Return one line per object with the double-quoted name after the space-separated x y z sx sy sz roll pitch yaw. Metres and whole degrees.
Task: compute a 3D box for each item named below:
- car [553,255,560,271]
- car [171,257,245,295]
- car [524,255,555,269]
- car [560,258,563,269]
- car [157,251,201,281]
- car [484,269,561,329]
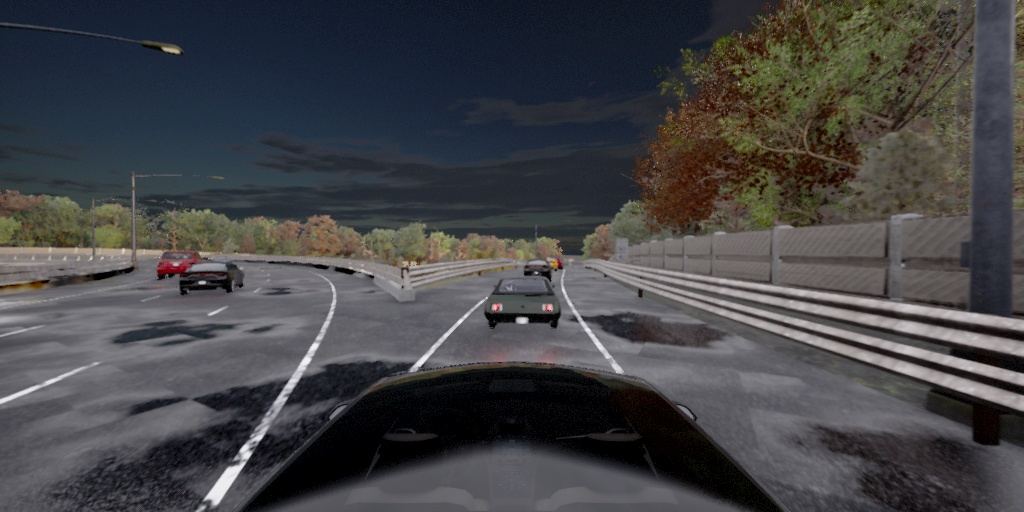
4.285 0.910 41.453 1.882 1.535 5.008 0 -1 9 "car"
-15.016 1.010 18.178 1.882 1.535 5.008 0 1 -29 "car"
1.948 0.934 26.263 1.882 1.535 5.008 0 1 8 "car"
6.291 0.931 53.305 2.150 2.045 5.566 0 -2 8 "car"
-24.225 0.642 26.454 2.150 2.045 5.566 0 1 -34 "car"
0.361 1.241 10.814 1.895 1.301 4.718 0 1 3 "car"
